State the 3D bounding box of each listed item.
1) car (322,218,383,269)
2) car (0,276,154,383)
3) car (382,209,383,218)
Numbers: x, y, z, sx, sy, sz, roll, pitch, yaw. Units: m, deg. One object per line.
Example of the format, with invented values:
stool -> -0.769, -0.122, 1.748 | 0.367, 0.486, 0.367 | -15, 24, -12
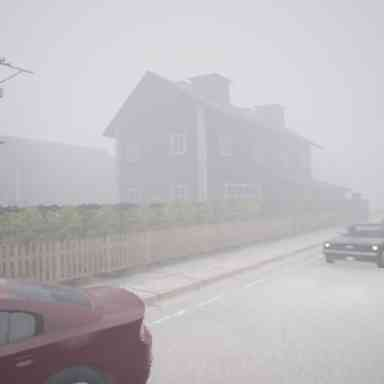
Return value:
car -> 6.520, 1.879, 12.500 | 1.895, 1.301, 4.718 | -3, -3, 40
car -> -2.823, 1.664, 3.090 | 5.008, 1.535, 1.882 | 0, -2, -32
car -> 13.779, 1.620, 21.267 | 2.150, 2.045, 5.566 | -3, -3, 40
